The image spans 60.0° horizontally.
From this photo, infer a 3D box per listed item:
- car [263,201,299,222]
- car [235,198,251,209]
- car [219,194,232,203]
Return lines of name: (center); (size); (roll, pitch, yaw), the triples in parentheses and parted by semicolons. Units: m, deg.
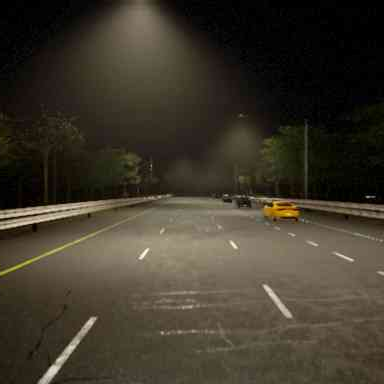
car: (7.045, 1.495, 26.718); (1.882, 1.535, 5.008); (0, 0, 0)
car: (7.111, 1.549, 46.632); (1.837, 1.490, 4.892); (0, 0, 0)
car: (7.186, 1.594, 68.912); (1.895, 1.301, 4.718); (0, 0, 0)
